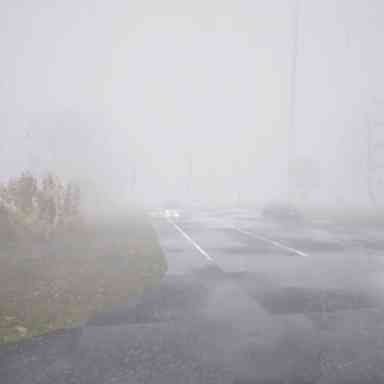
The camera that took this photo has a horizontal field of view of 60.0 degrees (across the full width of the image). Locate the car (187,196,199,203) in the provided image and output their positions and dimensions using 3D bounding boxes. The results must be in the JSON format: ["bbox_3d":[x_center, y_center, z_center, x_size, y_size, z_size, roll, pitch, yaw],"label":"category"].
[{"bbox_3d":[0.185,1.572,70.663,1.895,1.301,4.718,0,0,-9],"label":"car"}]

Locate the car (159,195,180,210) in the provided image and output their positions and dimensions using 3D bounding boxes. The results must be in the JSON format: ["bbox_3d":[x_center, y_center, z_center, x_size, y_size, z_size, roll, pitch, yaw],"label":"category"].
[{"bbox_3d":[-2.739,1.520,43.977,2.128,1.511,4.902,0,0,-9],"label":"car"}]

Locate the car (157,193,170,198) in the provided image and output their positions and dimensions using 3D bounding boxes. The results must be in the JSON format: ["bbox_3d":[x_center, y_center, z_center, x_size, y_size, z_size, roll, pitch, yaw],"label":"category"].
[{"bbox_3d":[-6.990,1.481,81.418,1.882,1.535,5.008,0,0,-2],"label":"car"}]

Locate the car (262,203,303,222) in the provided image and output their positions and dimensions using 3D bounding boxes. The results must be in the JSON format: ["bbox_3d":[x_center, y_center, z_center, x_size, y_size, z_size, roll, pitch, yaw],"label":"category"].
[{"bbox_3d":[7.100,1.550,26.569,1.994,1.385,4.181,0,0,-9],"label":"car"}]
